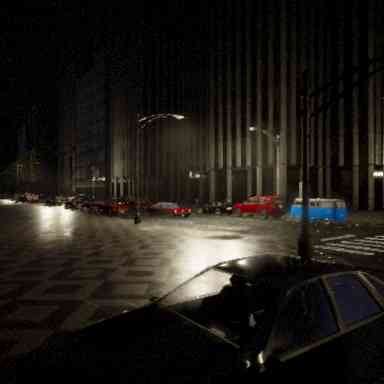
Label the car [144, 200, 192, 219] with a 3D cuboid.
[{"bbox_3d":[-2.030,1.630,29.201,1.895,1.301,4.718,0,0,-36],"label":"car"}]

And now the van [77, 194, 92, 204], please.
[{"bbox_3d":[-21.008,1.334,65.016,1.690,1.788,3.998,0,0,-36],"label":"van"}]

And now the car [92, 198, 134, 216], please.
[{"bbox_3d":[-7.821,1.569,32.733,1.887,1.381,4.507,0,0,-36],"label":"car"}]

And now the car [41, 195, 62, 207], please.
[{"bbox_3d":[-21.198,1.558,50.896,2.008,1.369,4.403,0,0,-36],"label":"car"}]

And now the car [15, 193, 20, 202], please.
[{"bbox_3d":[-34.575,1.280,69.061,2.192,1.841,5.009,0,0,-36],"label":"car"}]

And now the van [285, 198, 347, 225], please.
[{"bbox_3d":[9.093,1.376,24.143,1.690,1.788,3.998,0,0,-36],"label":"van"}]

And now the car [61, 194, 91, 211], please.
[{"bbox_3d":[-14.510,1.457,41.815,1.967,1.590,4.097,0,0,-36],"label":"car"}]

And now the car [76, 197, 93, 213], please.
[{"bbox_3d":[-11.165,1.603,37.273,1.802,1.307,4.206,0,0,-36],"label":"car"}]

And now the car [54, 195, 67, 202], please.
[{"bbox_3d":[-31.158,1.475,78.809,1.752,1.417,4.829,0,0,-35],"label":"car"}]

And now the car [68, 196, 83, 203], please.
[{"bbox_3d":[-24.454,1.506,69.696,1.752,1.417,4.829,0,0,-36],"label":"car"}]

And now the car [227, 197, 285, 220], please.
[{"bbox_3d":[5.748,1.349,28.686,2.192,1.841,5.009,0,0,-36],"label":"car"}]

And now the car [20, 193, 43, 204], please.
[{"bbox_3d":[-31.230,1.293,64.519,2.192,1.841,5.009,0,0,-36],"label":"car"}]

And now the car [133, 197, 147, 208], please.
[{"bbox_3d":[-7.630,1.459,46.850,1.967,1.590,4.097,0,0,-36],"label":"car"}]

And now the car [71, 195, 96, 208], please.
[{"bbox_3d":[-15.755,1.364,47.983,2.097,1.767,4.553,0,0,-36],"label":"car"}]

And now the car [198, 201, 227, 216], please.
[{"bbox_3d":[2.403,1.596,33.227,1.947,1.339,4.313,0,0,-36],"label":"car"}]

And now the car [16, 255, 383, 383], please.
[{"bbox_3d":[0.918,1.547,3.909,5.357,1.411,2.033,0,0,-36],"label":"car"}]

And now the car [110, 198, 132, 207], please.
[{"bbox_3d":[-10.975,1.597,51.393,1.802,1.307,4.206,0,0,-36],"label":"car"}]

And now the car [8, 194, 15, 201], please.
[{"bbox_3d":[-41.139,1.460,77.972,1.752,1.417,4.829,1,0,-35],"label":"car"}]
